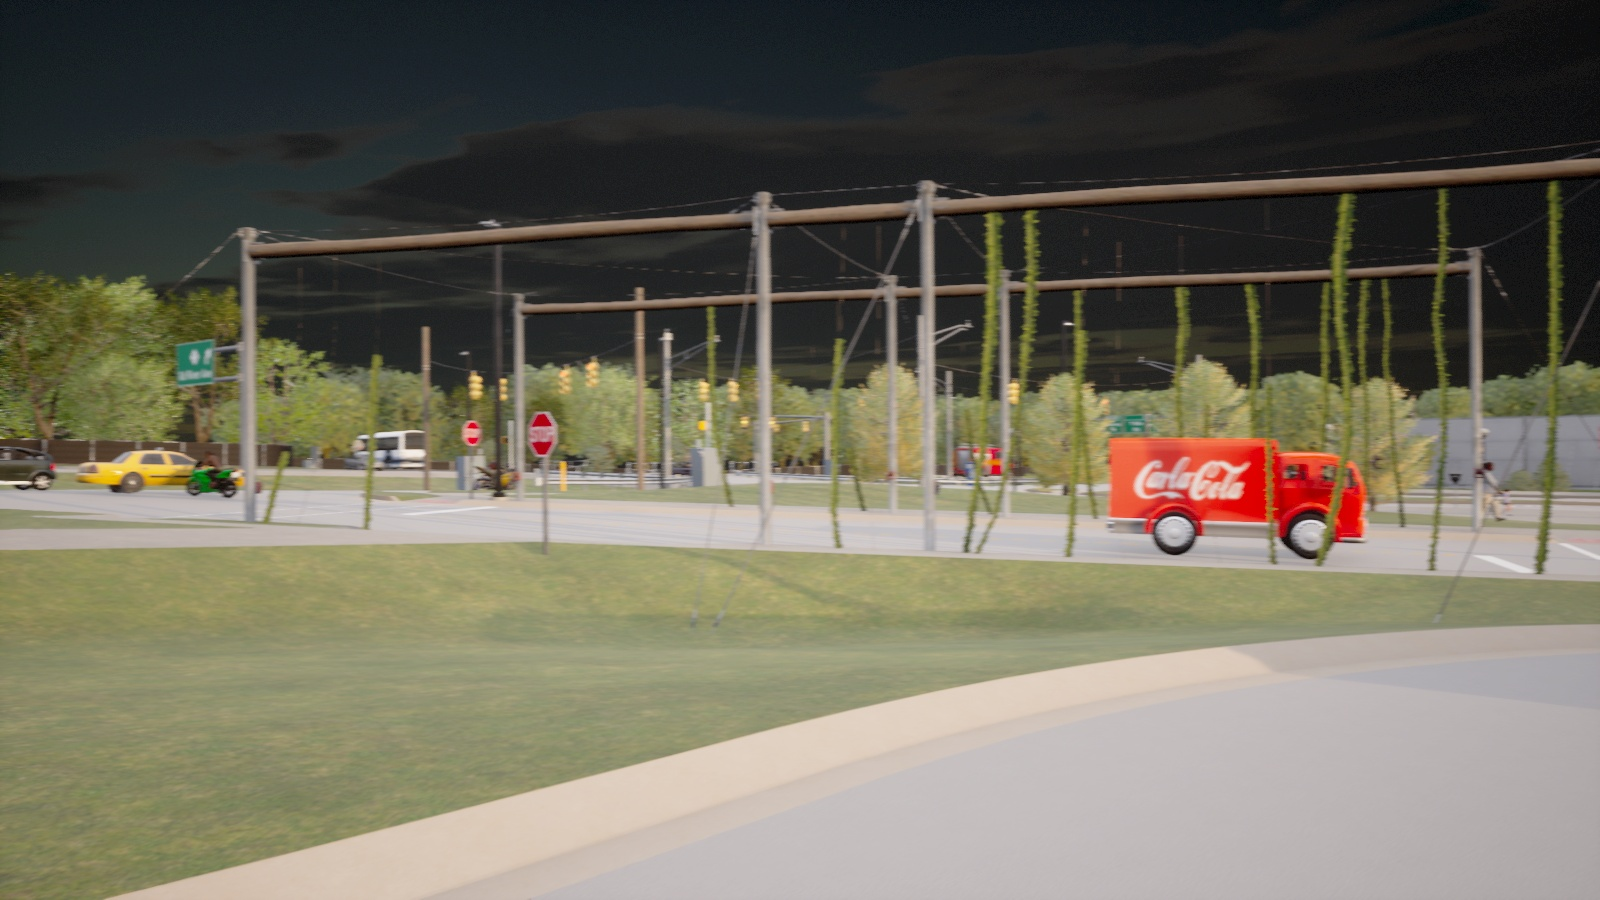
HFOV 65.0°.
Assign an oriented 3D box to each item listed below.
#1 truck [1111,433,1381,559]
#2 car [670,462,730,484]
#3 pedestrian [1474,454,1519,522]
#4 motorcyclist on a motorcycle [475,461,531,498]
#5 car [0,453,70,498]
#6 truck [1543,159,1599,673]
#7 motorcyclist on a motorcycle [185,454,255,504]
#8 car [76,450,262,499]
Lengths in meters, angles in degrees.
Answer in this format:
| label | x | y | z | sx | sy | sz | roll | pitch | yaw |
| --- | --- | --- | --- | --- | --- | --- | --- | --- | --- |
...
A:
| label | x | y | z | sx | sy | sz | roll | pitch | yaw |
| --- | --- | --- | --- | --- | --- | --- | --- | --- | --- |
| truck | 9.403 | 0.904 | 26.950 | 5.204 | 2.467 | 2.627 | 1 | 0 | 16 |
| car | -6.855 | 1.567 | 86.005 | 4.193 | 1.474 | 1.816 | -1 | -1 | 45 |
| pedestrian | 19.378 | 1.059 | 34.959 | 0.900 | 1.855 | 0.874 | -1 | 0 | 16 |
| motorcyclist on a motorcycle | -12.472 | 1.219 | 52.846 | 0.866 | 1.530 | 2.191 | -1 | -1 | 41 |
| car | -28.296 | 0.898 | 44.569 | 1.789 | 1.549 | 3.705 | -1 | -2 | 36 |
| truck | 10.248 | -0.118 | 8.894 | 8.468 | 3.827 | 2.891 | 2 | -1 | -7 |
| motorcyclist on a motorcycle | -18.720 | 0.928 | 40.531 | 2.044 | 1.523 | 0.797 | 1 | 1 | 17 |
| car | -21.517 | 0.860 | 42.998 | 5.366 | 1.575 | 1.801 | 1 | -2 | -42 |
